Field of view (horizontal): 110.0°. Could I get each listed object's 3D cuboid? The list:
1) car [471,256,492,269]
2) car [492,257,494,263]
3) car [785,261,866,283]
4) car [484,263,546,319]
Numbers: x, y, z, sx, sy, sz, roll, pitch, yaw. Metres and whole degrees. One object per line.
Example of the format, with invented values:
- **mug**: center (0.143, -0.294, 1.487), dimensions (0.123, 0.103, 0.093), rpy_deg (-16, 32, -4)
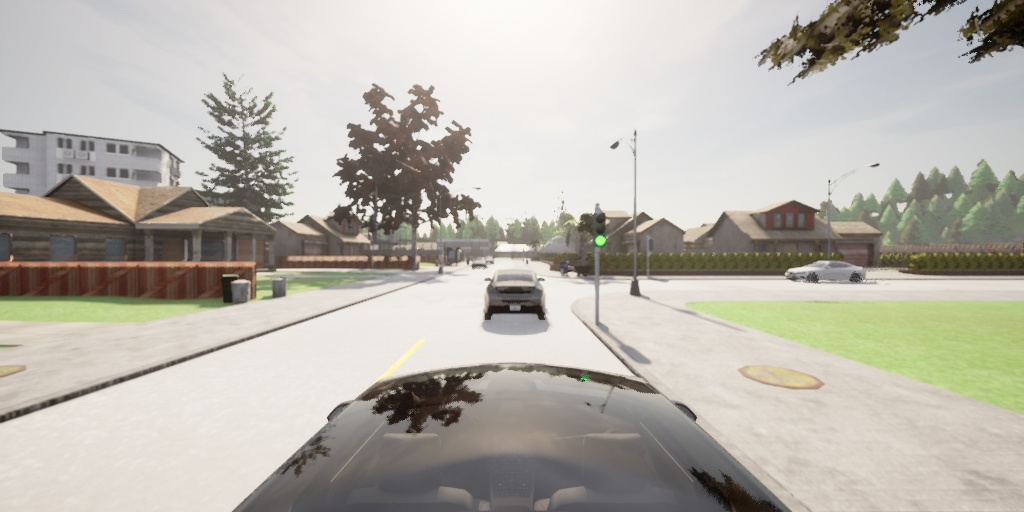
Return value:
- **car**: center (-4.079, 0.896, 45.739), dimensions (2.033, 1.411, 5.357), rpy_deg (0, 1, 0)
- **car**: center (-4.026, 0.752, 61.618), dimensions (2.033, 1.411, 5.357), rpy_deg (0, 1, 1)
- **car**: center (21.316, 1.068, 24.426), dimensions (4.674, 1.442, 1.812), rpy_deg (0, 1, 0)
- **car**: center (0.092, 1.159, 12.300), dimensions (1.837, 1.490, 4.892), rpy_deg (0, 1, 0)
